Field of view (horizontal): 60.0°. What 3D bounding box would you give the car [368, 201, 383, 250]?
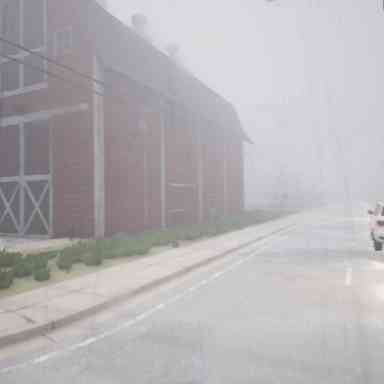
[{"bbox_3d":[9.257,1.409,14.871,2.150,2.045,5.566,-1,-1,26],"label":"car"}]
